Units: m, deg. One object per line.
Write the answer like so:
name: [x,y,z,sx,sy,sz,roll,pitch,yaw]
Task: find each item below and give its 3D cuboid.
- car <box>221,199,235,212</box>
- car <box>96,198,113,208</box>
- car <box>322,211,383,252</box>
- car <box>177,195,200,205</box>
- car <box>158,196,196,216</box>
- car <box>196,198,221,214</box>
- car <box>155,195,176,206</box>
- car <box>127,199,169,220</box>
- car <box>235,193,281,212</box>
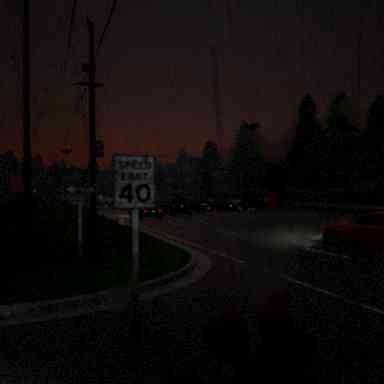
car: [3.346,1.449,37.337,1.994,1.385,4.181,0,0,-24]
car: [-12.767,1.575,48.062,1.895,1.301,4.718,0,0,-24]
car: [6.874,1.398,11.674,1.882,1.535,5.008,0,0,-24]
car: [-0.620,1.362,55.230,2.128,1.511,4.902,0,0,-24]
car: [-1.765,1.286,31.531,2.097,1.767,4.553,0,0,-24]
car: [0.626,1.402,34.814,2.128,1.511,4.902,0,0,-24]
car: [-4.502,1.376,55.379,1.882,1.535,5.008,0,0,-24]
car: [-3.991,1.507,27.883,2.033,1.411,5.357,0,0,-24]
car: [7.443,1.081,36.687,2.150,2.045,5.566,0,0,-24]
